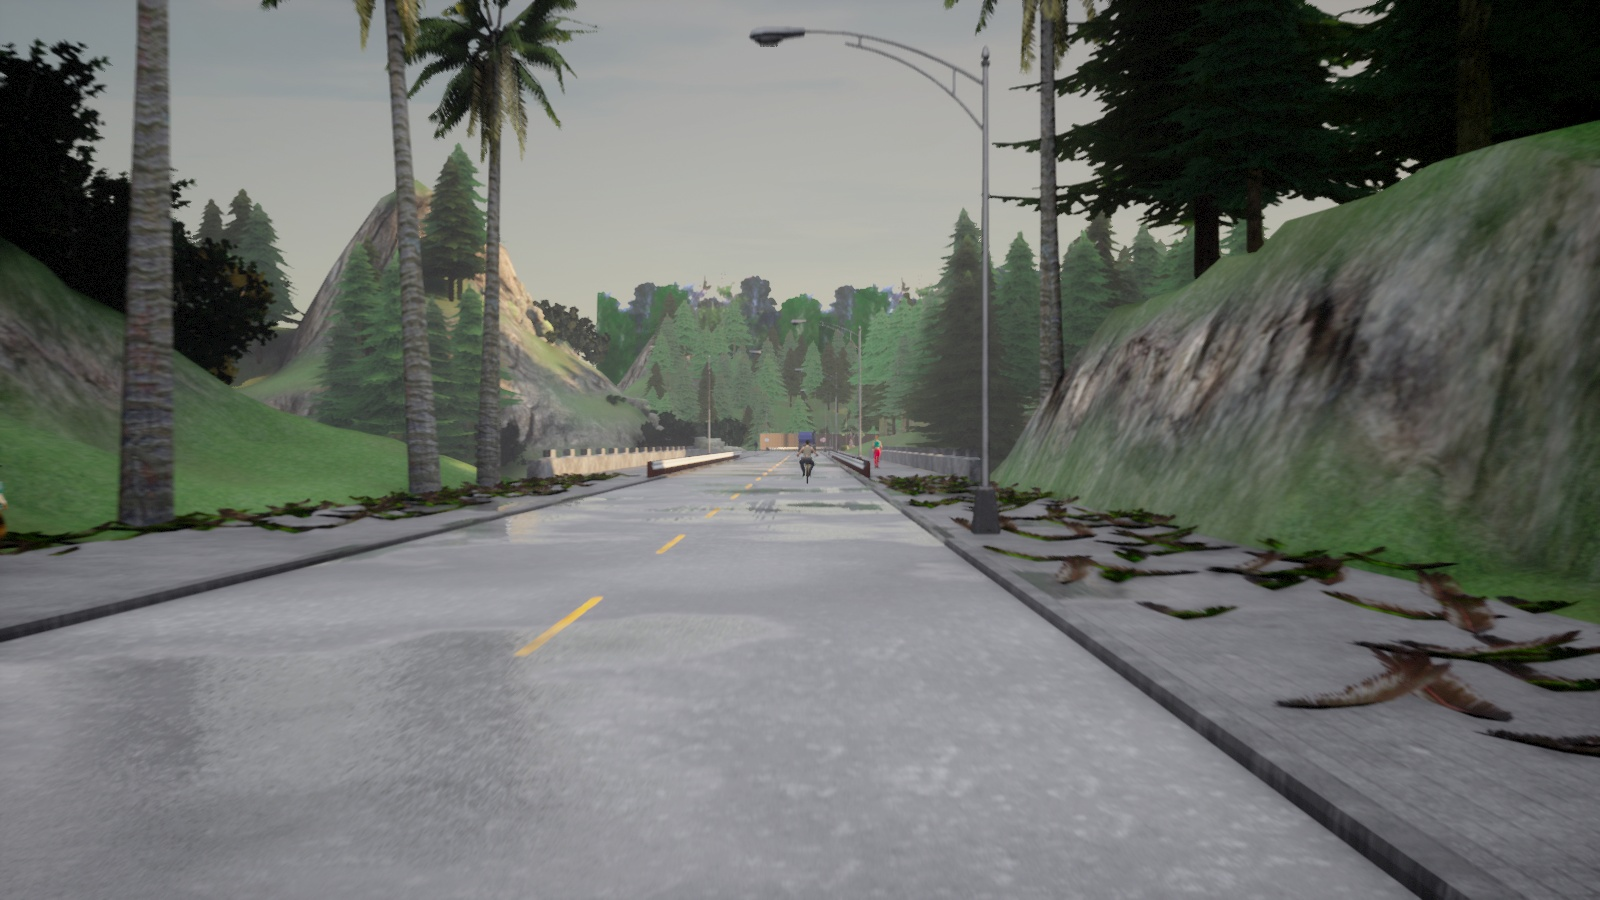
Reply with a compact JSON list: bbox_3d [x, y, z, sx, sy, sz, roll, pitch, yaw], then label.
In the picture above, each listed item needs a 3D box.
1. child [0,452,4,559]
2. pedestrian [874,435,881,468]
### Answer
[{"bbox_3d":[-9.121,0.624,13.893,0.343,1.192,0.448,0,0,1],"label":"child"},{"bbox_3d":[4.207,0.078,68.348,0.345,1.836,0.594,0,0,1],"label":"pedestrian"}]
